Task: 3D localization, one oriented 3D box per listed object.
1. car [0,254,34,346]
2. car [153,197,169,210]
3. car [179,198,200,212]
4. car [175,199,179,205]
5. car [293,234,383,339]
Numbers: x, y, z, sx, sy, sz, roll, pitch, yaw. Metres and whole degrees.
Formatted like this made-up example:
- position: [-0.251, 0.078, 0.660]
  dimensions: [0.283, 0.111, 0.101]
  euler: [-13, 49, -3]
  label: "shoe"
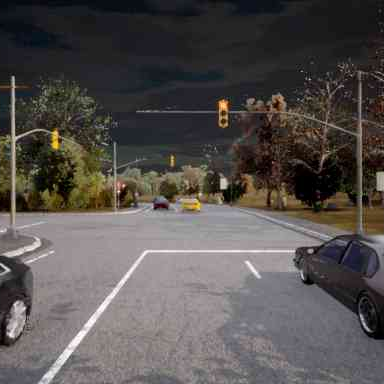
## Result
- position: [-3.525, 1.505, 3.563]
  dimensions: [1.837, 1.490, 4.892]
  euler: [0, 0, 1]
  label: "car"
- position: [-3.960, 1.677, 43.422]
  dimensions: [1.895, 1.301, 4.718]
  euler: [0, -1, -2]
  label: "car"
- position: [-0.123, 1.510, 38.582]
  dimensions: [1.882, 1.535, 5.008]
  euler: [0, 0, 1]
  label: "car"
- position: [-2.552, 2.252, 78.257]
  dimensions: [1.812, 1.442, 4.674]
  euler: [0, -1, -19]
  label: "car"
- position: [3.611, 1.547, 6.493]
  dimensions: [2.033, 1.411, 5.357]
  euler: [0, 0, 0]
  label: "car"
